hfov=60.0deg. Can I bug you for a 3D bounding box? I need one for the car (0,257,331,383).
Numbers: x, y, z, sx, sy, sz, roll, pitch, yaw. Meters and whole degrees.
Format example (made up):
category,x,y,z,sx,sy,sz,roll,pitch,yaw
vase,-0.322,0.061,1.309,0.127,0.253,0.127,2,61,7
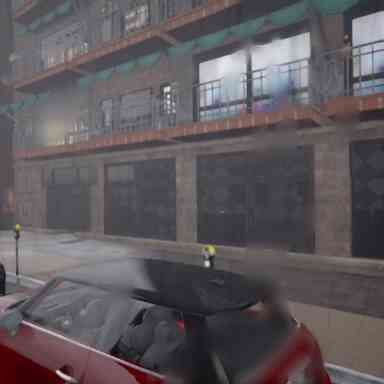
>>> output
category,x,y,z,sx,sy,sz,roll,pitch,yaw
car,-0.830,1.438,3.481,4.097,1.590,1.967,0,-1,36
